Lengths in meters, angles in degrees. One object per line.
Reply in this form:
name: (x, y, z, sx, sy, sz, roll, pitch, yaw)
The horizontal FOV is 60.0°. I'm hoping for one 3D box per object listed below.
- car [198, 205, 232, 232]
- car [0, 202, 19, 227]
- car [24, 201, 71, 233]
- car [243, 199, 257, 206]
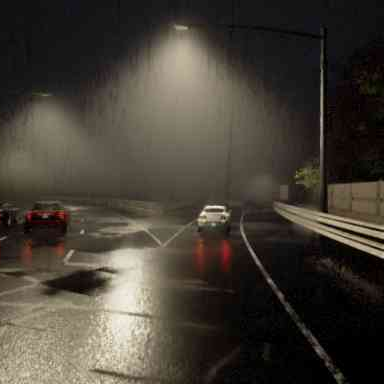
car: (1.401, 1.511, 19.956, 1.812, 1.442, 4.674, 0, 0, 7)
car: (-12.722, 1.447, 21.859, 1.837, 1.490, 4.892, 0, 0, -19)
car: (-8.291, 1.310, 19.472, 2.097, 1.767, 4.553, 0, 0, -17)
car: (11.566, 2.221, 67.681, 1.994, 1.385, 4.181, 0, -3, 15)
